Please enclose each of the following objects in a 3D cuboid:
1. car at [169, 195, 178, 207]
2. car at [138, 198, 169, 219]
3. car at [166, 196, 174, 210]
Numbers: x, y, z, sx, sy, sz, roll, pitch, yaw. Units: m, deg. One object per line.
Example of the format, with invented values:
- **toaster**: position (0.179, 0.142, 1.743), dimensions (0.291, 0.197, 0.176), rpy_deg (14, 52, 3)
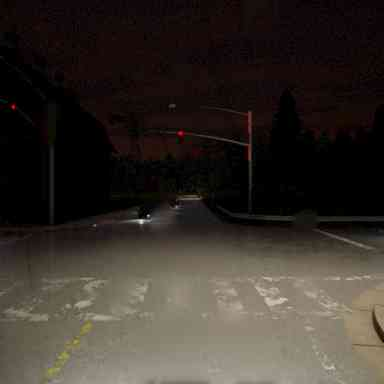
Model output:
- **car**: position (-3.508, 1.526, 48.863), dimensions (1.812, 1.442, 4.674), rpy_deg (0, 0, 0)
- **car**: position (-3.548, 1.547, 29.821), dimensions (2.033, 1.411, 5.357), rpy_deg (0, 0, 0)
- **car**: position (-3.531, 1.505, 39.566), dimensions (1.837, 1.490, 4.892), rpy_deg (0, 0, 0)
